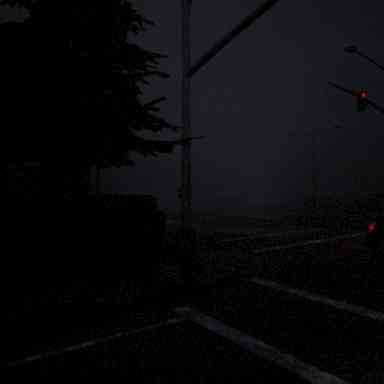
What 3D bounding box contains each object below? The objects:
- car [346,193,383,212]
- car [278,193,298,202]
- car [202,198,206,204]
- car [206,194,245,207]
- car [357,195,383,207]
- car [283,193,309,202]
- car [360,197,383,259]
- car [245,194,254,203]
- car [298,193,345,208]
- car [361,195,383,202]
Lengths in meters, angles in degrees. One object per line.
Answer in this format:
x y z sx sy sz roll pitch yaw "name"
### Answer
17.959 1.058 33.013 1.905 1.878 3.866 0 0 -36 "car"
18.734 1.047 64.738 1.905 1.878 3.866 0 0 -36 "car"
3.356 1.213 53.216 1.970 1.475 3.806 0 0 -36 "car"
4.520 1.281 45.358 2.007 1.523 4.514 0 0 -36 "car"
26.521 1.270 48.038 2.007 1.523 4.514 0 0 -36 "car"
20.846 1.066 66.775 1.932 1.855 4.605 0 0 -36 "car"
7.852 1.211 10.070 4.553 1.767 2.097 1 1 35 "car"
8.367 1.131 57.239 2.152 1.636 5.027 0 0 -36 "car"
16.011 1.076 41.314 1.932 1.855 4.605 0 0 -36 "car"
37.919 1.344 69.795 1.970 1.475 3.806 0 0 -36 "car"
